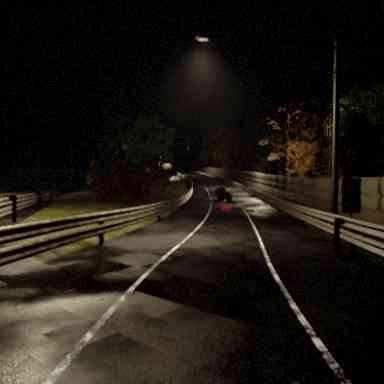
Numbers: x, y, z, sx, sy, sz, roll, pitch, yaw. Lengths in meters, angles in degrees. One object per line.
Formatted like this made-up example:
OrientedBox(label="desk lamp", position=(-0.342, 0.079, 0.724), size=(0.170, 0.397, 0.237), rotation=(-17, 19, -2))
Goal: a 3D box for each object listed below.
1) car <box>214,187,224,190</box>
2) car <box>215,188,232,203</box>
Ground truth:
OrientedBox(label="car", position=(4.739, -0.044, 54.939), size=(1.837, 1.490, 4.892), rotation=(1, 5, 1))
OrientedBox(label="car", position=(4.353, 0.640, 44.869), size=(1.837, 1.490, 4.892), rotation=(1, 3, 2))
